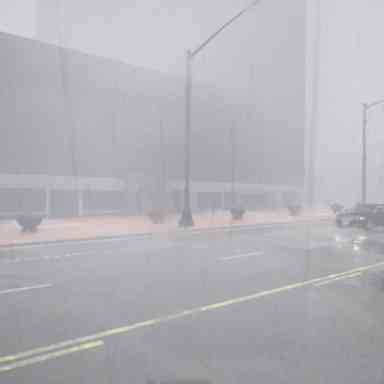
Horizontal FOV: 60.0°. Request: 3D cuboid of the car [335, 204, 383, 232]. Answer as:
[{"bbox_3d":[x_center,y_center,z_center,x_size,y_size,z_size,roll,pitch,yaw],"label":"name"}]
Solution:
[{"bbox_3d":[10.608,1.460,20.034,4.902,1.511,2.128,0,0,-35],"label":"car"}]
